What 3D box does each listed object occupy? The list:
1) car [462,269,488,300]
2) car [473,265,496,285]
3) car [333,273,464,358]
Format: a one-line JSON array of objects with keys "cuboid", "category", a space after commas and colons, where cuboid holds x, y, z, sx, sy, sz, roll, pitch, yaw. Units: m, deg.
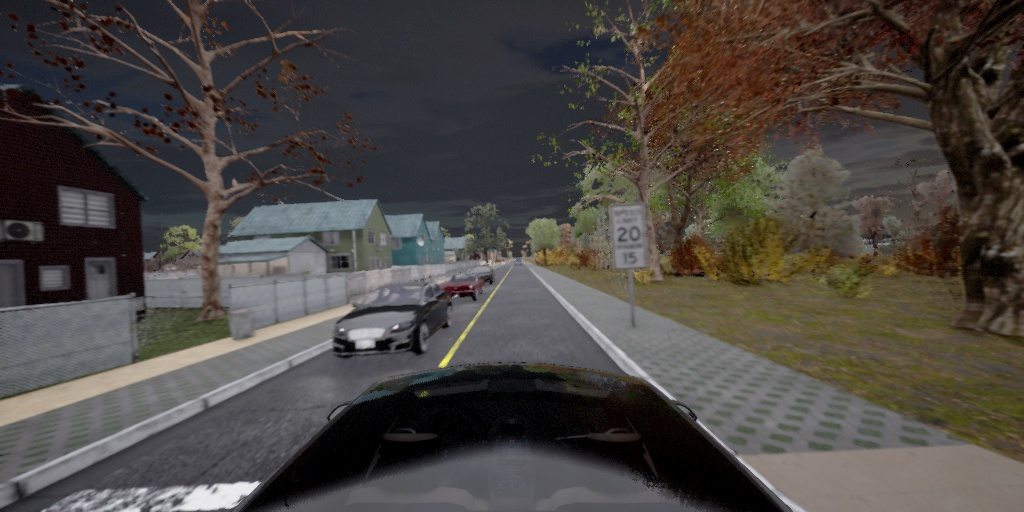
[{"cuboid": [-2.611, 1.600, 19.266, 1.895, 1.301, 4.718, -3, 0, 1], "category": "car"}, {"cuboid": [-2.413, 1.524, 29.708, 1.882, 1.535, 5.008, -3, 0, 1], "category": "car"}, {"cuboid": [-2.802, 1.447, 9.377, 2.128, 1.511, 4.902, -3, 0, 1], "category": "car"}]
